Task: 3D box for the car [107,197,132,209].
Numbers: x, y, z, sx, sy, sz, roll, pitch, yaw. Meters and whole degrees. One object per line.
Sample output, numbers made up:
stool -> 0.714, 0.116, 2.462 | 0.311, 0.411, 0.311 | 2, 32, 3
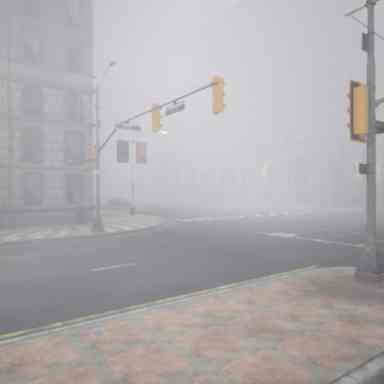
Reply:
car -> -9.670, 1.395, 44.357 | 1.882, 1.535, 5.008 | 0, 0, -35
